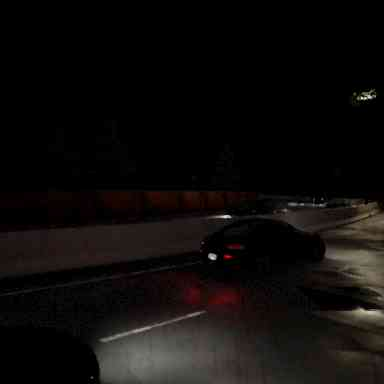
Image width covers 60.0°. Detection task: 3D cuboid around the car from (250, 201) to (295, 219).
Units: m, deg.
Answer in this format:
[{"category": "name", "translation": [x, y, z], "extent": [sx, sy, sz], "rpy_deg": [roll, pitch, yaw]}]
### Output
[{"category": "car", "translation": [7.612, 1.633, 31.090], "extent": [2.033, 1.411, 5.357], "rpy_deg": [0, 0, 39]}]

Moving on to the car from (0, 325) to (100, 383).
[{"category": "car", "translation": [-2.867, 1.533, 1.877], "extent": [4.674, 1.442, 1.812], "rpy_deg": [0, 0, -35]}]

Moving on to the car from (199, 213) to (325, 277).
[{"category": "car", "translation": [2.299, 1.555, 10.340], "extent": [4.674, 1.442, 1.812], "rpy_deg": [0, 0, -40]}]
